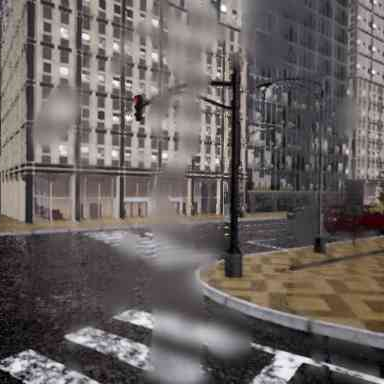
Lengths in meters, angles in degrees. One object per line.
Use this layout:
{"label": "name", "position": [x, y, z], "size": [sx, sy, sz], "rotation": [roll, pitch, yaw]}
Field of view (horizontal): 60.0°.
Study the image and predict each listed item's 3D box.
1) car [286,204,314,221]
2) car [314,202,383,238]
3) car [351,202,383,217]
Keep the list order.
{"label": "car", "position": [10.423, 1.820, 30.276], "size": [4.403, 1.369, 2.008], "rotation": [0, 1, -34]}
{"label": "car", "position": [10.193, 1.686, 20.569], "size": [5.009, 1.841, 2.192], "rotation": [0, 1, -34]}
{"label": "car", "position": [19.642, 1.843, 36.579], "size": [4.829, 1.417, 1.752], "rotation": [0, 1, -34]}
